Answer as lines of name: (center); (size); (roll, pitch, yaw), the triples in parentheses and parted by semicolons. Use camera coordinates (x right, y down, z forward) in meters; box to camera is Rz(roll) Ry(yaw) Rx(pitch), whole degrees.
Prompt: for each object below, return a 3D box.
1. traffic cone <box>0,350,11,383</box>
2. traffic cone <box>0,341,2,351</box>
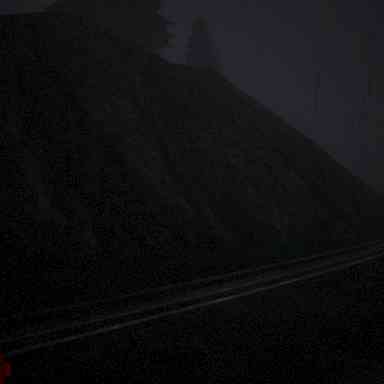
traffic cone: (-1.922, 1.972, 3.297); (0.340, 0.580, 0.340); (0, 0, -32)
traffic cone: (-2.455, 1.976, 4.143); (0.340, 0.580, 0.340); (0, 0, -32)
